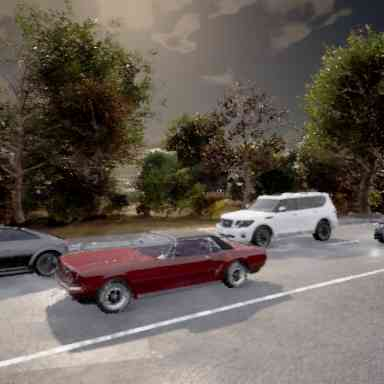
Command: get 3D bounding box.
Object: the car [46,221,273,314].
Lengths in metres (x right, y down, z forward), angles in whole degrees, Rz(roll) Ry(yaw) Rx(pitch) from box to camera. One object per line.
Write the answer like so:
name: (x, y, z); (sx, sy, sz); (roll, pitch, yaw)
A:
car: (-0.590, 1.571, 7.628); (4.718, 1.301, 1.895); (0, 0, -33)

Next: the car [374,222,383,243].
car: (9.354, 1.370, 13.383); (4.181, 1.385, 1.994); (-2, 1, -26)

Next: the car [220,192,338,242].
car: (3.757, 1.107, 14.340); (5.566, 2.045, 2.150); (-3, 1, -27)

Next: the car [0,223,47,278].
car: (-5.376, 1.519, 8.555); (4.181, 1.385, 1.994); (0, 0, -35)
